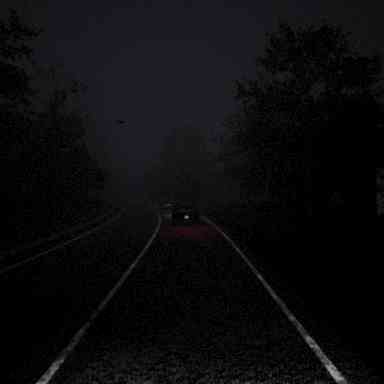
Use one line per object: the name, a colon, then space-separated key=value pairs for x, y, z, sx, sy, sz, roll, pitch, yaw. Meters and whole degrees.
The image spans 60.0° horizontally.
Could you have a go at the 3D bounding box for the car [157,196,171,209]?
car: x=-3.228 y=1.259 z=41.357 sx=2.128 sy=1.511 sz=4.902 roll=1 pitch=0 yaw=-12

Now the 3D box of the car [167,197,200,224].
car: x=-0.525 y=1.365 z=23.491 sx=2.128 sy=1.511 sz=4.902 roll=0 pitch=0 yaw=-4
